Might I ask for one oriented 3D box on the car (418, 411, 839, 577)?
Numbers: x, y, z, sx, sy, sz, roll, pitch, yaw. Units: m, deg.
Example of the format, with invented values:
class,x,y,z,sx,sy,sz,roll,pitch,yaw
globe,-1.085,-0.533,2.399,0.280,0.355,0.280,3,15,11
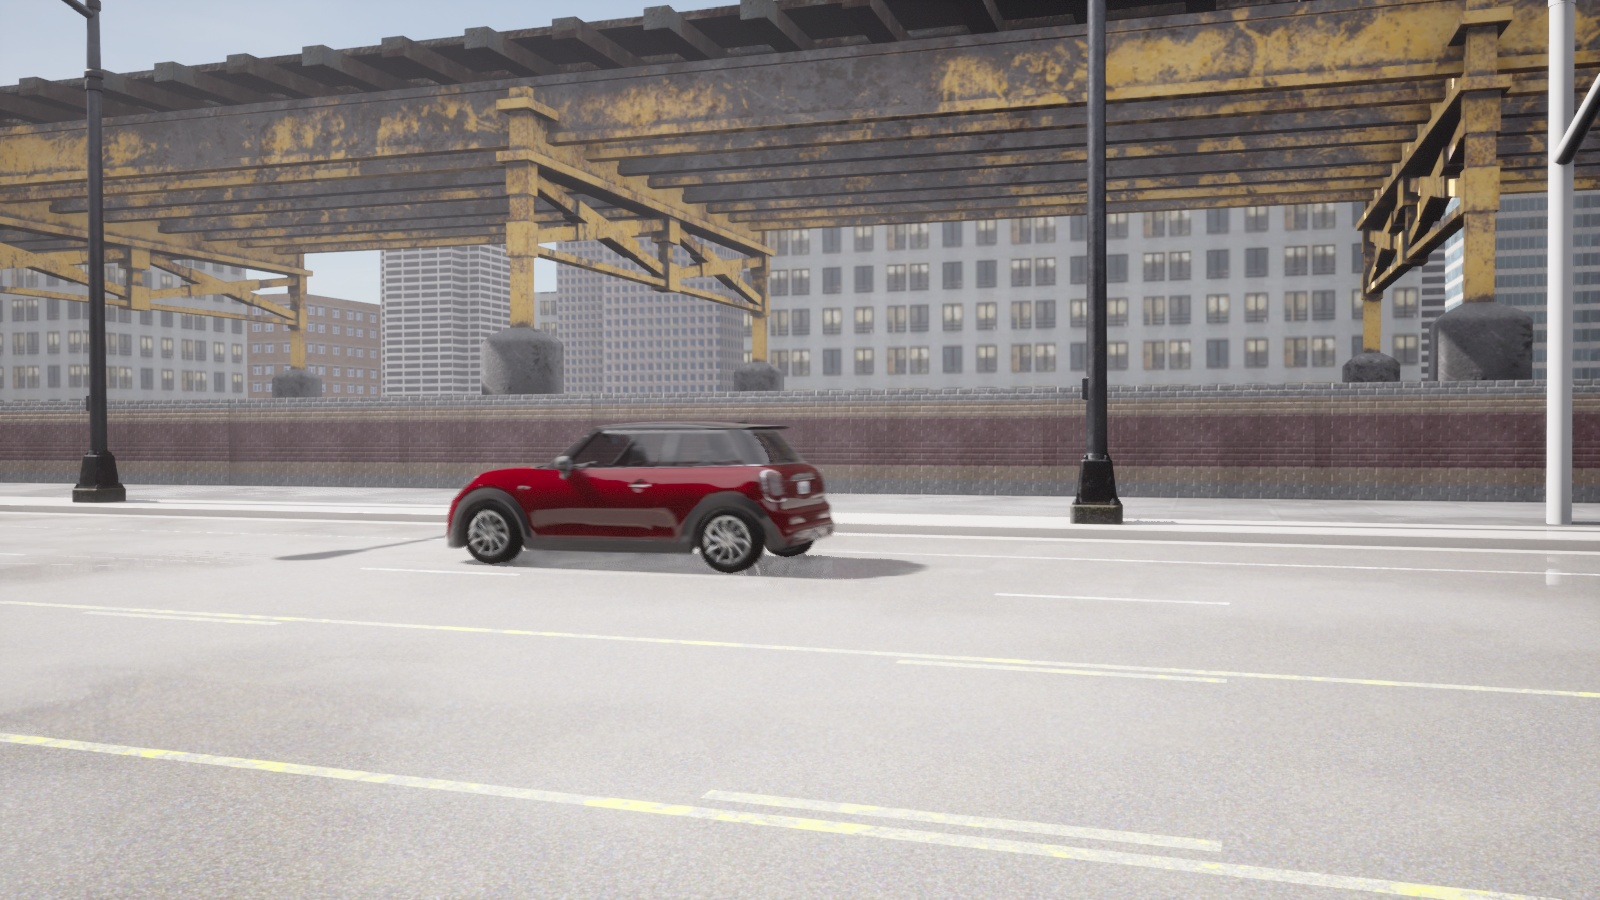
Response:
class,x,y,z,sx,sy,sz,roll,pitch,yaw
car,-2.028,0.435,15.118,4.553,1.767,2.097,1,1,20
